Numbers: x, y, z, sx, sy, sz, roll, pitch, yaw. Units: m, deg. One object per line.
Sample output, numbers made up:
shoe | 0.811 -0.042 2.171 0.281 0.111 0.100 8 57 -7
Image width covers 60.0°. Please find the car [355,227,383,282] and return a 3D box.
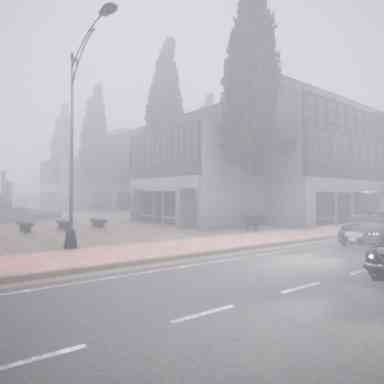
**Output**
car | 6.563 1.691 8.902 4.718 1.301 1.895 1 0 -37

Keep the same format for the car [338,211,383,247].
car | 8.318 1.624 14.539 4.902 1.511 2.128 1 0 -36
